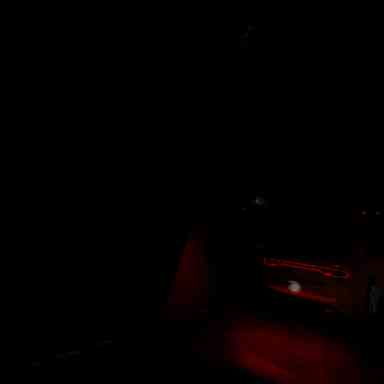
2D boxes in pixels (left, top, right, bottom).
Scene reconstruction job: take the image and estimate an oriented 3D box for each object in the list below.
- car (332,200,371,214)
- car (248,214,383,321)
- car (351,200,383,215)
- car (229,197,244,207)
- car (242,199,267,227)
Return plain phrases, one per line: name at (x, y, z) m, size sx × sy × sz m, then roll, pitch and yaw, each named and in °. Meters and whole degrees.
car at (18.074, 1.616, 37.933) m, size 2.033 × 1.411 × 5.357 m, roll 0°, pitch 0°, yaw 2°
car at (3.499, 1.493, 7.510) m, size 1.882 × 1.535 × 5.008 m, roll 0°, pitch 0°, yaw 44°
car at (12.620, 1.390, 23.465) m, size 2.097 × 1.767 × 4.553 m, roll 0°, pitch 0°, yaw 18°
car at (7.644, 1.654, 57.444) m, size 1.882 × 1.535 × 5.008 m, roll 0°, pitch 0°, yaw 1°
car at (2.463, 1.408, 17.937) m, size 2.097 × 1.767 × 4.553 m, roll 0°, pitch 0°, yaw 29°
